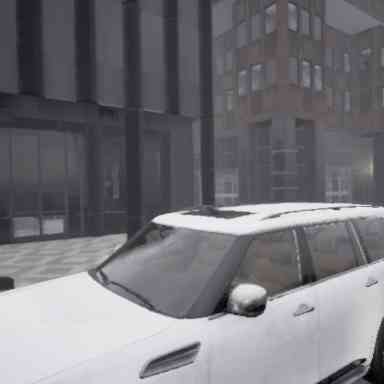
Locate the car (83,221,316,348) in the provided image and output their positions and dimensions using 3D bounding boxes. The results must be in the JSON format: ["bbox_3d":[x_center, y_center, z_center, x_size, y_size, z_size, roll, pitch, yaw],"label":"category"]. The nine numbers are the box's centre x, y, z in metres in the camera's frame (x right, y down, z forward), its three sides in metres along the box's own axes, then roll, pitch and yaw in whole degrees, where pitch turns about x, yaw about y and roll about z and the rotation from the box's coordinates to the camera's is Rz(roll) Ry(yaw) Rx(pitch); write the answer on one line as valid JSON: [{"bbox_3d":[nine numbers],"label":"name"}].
[{"bbox_3d":[0.343,1.493,6.784,4.507,1.381,1.887,-1,0,-35],"label":"car"}]

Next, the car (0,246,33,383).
[{"bbox_3d":[-4.239,1.584,3.520,4.313,1.339,1.947,-1,0,-35],"label":"car"}]

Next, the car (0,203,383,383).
[{"bbox_3d":[0.422,1.192,3.678,5.566,2.045,2.150,-1,1,-35],"label":"car"}]
